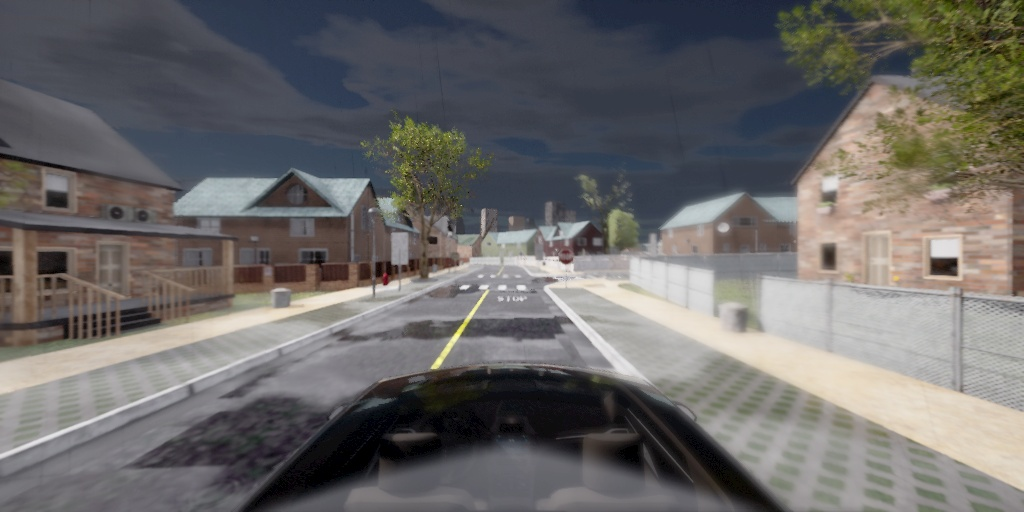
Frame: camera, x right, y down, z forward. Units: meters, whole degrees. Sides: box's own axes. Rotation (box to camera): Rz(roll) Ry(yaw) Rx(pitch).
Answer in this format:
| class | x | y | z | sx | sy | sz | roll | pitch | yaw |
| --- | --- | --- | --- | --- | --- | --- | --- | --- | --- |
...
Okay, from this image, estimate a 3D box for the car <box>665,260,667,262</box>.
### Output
| class | x | y | z | sx | sy | sz | roll | pitch | yaw |
| --- | --- | --- | --- | --- | --- | --- | --- | --- | --- |
| car | 11.707 | 0.975 | 27.131 | 4.718 | 1.301 | 1.895 | -1 | 0 | -2 |
